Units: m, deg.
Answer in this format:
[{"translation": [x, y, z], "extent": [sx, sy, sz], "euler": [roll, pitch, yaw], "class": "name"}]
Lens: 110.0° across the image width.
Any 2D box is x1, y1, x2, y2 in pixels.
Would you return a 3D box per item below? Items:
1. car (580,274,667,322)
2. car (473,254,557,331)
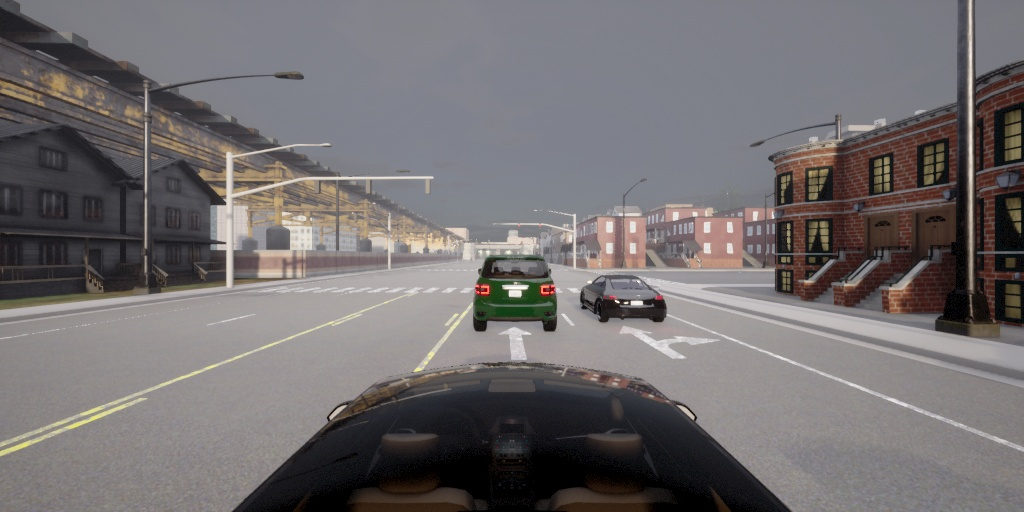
[{"translation": [3.586, 1.314, 12.235], "extent": [1.994, 1.385, 4.181], "euler": [0, 0, 1], "class": "car"}, {"translation": [0.086, 0.971, 11.066], "extent": [2.150, 2.045, 5.566], "euler": [0, 0, 0], "class": "car"}]
